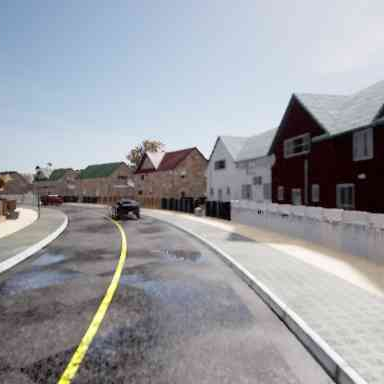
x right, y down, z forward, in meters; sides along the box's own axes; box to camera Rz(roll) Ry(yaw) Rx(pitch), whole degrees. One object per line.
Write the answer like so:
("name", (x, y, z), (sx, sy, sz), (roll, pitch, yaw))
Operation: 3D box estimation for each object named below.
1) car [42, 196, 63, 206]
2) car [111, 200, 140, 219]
("car", (-22.933, 1.442, 54.447), (1.882, 1.535, 5.008), (0, -1, -44))
("car", (-5.707, 1.431, 28.375), (1.837, 1.490, 4.892), (0, 0, -22))
